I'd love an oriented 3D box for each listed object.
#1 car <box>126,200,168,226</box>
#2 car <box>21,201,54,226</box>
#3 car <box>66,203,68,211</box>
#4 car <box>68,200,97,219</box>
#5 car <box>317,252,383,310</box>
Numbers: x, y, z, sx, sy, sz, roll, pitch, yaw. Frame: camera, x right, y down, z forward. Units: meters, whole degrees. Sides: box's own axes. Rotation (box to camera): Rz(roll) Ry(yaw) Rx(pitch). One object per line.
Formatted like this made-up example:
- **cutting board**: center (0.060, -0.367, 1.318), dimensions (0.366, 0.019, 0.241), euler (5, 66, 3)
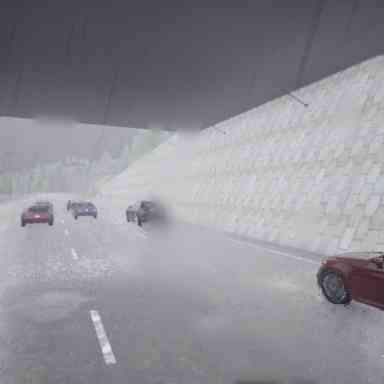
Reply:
- **car**: center (-3.279, 1.351, 23.510), dimensions (2.097, 1.767, 4.553), euler (0, 0, -23)
- **car**: center (-10.917, 1.563, 23.624), dimensions (1.994, 1.385, 4.181), euler (0, 0, -23)
- **car**: center (-14.592, 1.600, 41.421), dimensions (1.895, 1.301, 4.718), euler (0, 0, -23)
- **car**: center (-9.528, 1.547, 29.357), dimensions (2.033, 1.411, 5.357), euler (0, 0, -23)
- **car**: center (4.248, 1.526, 5.542), dimensions (1.812, 1.442, 4.674), euler (0, 0, -23)
